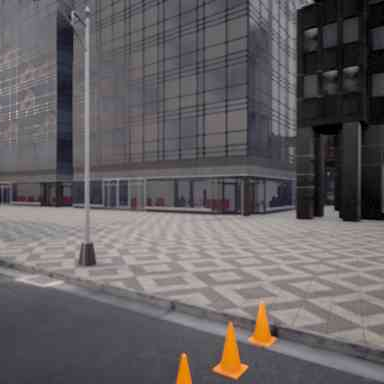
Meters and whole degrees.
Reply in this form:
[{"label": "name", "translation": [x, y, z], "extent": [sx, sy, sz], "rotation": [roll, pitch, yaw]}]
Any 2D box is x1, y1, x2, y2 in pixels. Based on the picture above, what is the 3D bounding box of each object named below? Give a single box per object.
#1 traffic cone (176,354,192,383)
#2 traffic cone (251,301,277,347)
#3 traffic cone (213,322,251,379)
[{"label": "traffic cone", "translation": [-0.084, 1.952, 3.394], "extent": [0.340, 0.580, 0.340], "rotation": [0, 0, 35]}, {"label": "traffic cone", "translation": [1.061, 1.953, 5.034], "extent": [0.340, 0.580, 0.340], "rotation": [0, 0, 35]}, {"label": "traffic cone", "translation": [0.488, 1.952, 4.214], "extent": [0.340, 0.580, 0.340], "rotation": [0, 0, 35]}]
